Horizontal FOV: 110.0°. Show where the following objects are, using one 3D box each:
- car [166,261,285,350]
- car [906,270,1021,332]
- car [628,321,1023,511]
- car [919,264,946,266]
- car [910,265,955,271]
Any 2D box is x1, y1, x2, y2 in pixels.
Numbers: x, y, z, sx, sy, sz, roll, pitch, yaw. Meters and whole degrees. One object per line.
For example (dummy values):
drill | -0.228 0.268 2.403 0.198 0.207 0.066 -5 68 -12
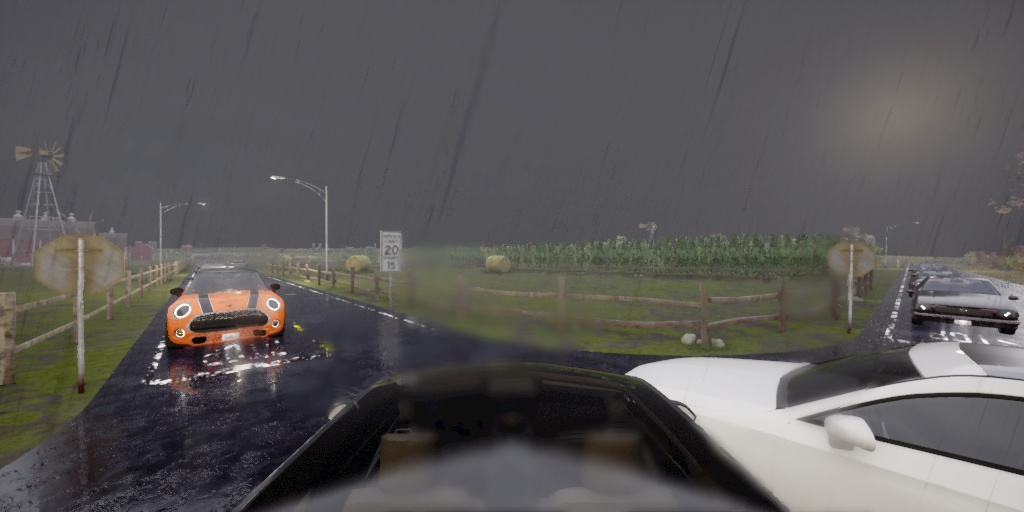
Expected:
car | -7.429 1.135 9.416 2.097 1.767 4.553 0 0 -39
car | 13.686 1.331 11.065 5.357 1.411 2.033 0 1 -42
car | 2.868 1.293 2.162 1.812 1.442 4.674 0 1 -43
car | 28.790 1.300 24.617 4.902 1.511 2.128 0 1 -42
car | 21.121 1.358 17.742 4.181 1.385 1.994 0 1 -42
